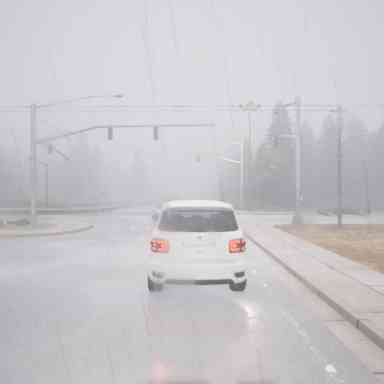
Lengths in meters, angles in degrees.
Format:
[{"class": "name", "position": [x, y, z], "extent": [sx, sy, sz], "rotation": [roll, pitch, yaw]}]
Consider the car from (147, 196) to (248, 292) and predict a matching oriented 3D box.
[{"class": "car", "position": [0.066, 1.217, 9.092], "extent": [2.150, 2.045, 5.566], "rotation": [0, 0, -2]}]

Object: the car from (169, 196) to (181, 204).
[{"class": "car", "position": [-3.409, 1.487, 66.580], "extent": [2.128, 1.511, 4.902], "rotation": [0, 0, 1]}]

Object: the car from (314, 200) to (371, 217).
[{"class": "car", "position": [13.775, 1.517, 30.520], "extent": [4.902, 1.511, 2.128], "rotation": [0, 0, 1]}]

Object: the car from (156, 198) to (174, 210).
[{"class": "car", "position": [-3.594, 1.544, 44.945], "extent": [2.033, 1.411, 5.357], "rotation": [0, 0, 0]}]

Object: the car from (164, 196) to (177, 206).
[{"class": "car", "position": [-3.567, 1.500, 55.132], "extent": [1.837, 1.490, 4.892], "rotation": [0, 0, 0]}]
